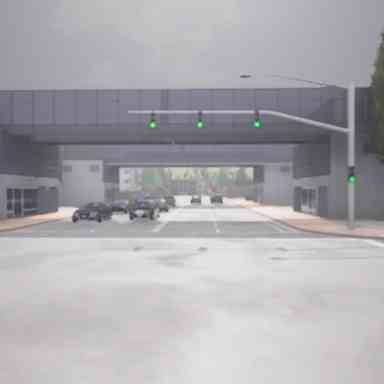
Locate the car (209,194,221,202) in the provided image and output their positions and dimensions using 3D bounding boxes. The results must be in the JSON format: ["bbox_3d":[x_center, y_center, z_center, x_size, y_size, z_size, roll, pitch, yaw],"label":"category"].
[{"bbox_3d":[4.406,1.154,65.170,2.128,1.511,4.902,0,0,1],"label":"car"}]

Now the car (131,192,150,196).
[{"bbox_3d":[-6.722,1.008,44.206,2.150,2.045,5.566,0,0,1],"label":"car"}]

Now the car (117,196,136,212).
[{"bbox_3d":[-7.008,1.387,33.688,2.033,1.411,5.357,0,0,1],"label":"car"}]

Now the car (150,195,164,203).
[{"bbox_3d":[-6.251,1.309,59.347,1.895,1.301,4.718,0,0,2],"label":"car"}]

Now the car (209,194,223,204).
[{"bbox_3d":[4.163,1.217,55.785,1.837,1.490,4.892,0,0,1],"label":"car"}]

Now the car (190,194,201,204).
[{"bbox_3d":[0.659,1.265,55.649,2.033,1.411,5.357,0,0,1],"label":"car"}]

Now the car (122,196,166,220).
[{"bbox_3d":[-3.678,1.363,26.451,2.128,1.511,4.902,0,0,3],"label":"car"}]

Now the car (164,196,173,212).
[{"bbox_3d":[-3.460,1.390,35.359,1.994,1.385,4.181,0,0,1],"label":"car"}]

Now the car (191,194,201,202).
[{"bbox_3d":[0.909,1.145,65.333,1.882,1.535,5.008,0,0,1],"label":"car"}]

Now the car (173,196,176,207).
[{"bbox_3d":[-3.184,1.278,45.734,1.837,1.490,4.892,0,0,2],"label":"car"}]

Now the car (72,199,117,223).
[{"bbox_3d":[-7.241,1.450,24.490,1.994,1.385,4.181,0,0,2],"label":"car"}]
